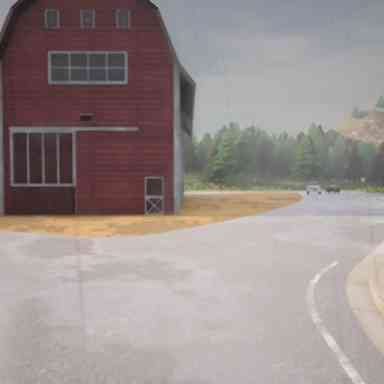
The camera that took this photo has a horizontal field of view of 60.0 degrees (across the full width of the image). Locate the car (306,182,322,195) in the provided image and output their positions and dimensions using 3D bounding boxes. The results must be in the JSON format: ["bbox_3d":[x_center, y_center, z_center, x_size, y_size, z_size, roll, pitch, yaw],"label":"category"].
[{"bbox_3d":[20.405,-0.646,55.769,2.150,2.045,5.566,0,2,16],"label":"car"}]

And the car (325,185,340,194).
[{"bbox_3d":[25.338,-0.541,60.186,1.882,1.535,5.008,0,2,12],"label":"car"}]
